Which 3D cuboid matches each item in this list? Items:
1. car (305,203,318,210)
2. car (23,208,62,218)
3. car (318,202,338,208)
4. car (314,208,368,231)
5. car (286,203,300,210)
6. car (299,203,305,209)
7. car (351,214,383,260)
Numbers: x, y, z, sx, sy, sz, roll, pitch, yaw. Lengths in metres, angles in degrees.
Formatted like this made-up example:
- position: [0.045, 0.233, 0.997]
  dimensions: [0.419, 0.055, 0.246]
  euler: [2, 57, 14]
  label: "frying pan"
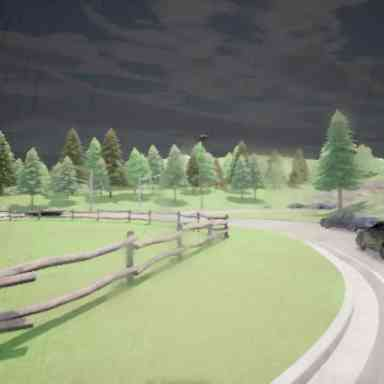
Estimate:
- position: [27.620, 3.048, 72.272]
  dimensions: [4.553, 1.767, 2.097]
  euler: [0, -2, -26]
  label: "car"
- position: [-20.294, 2.867, 45.227]
  dimensions: [4.718, 1.301, 1.895]
  euler: [0, -2, -17]
  label: "car"
- position: [29.114, 3.128, 69.103]
  dimensions: [4.674, 1.442, 1.812]
  euler: [0, -2, -26]
  label: "car"
- position: [11.498, 2.105, 24.149]
  dimensions: [2.033, 1.411, 5.357]
  euler: [0, -2, -12]
  label: "car"
- position: [24.554, 3.369, 78.558]
  dimensions: [4.892, 1.490, 1.837]
  euler: [0, -2, -26]
  label: "car"
- position: [27.989, 3.331, 76.329]
  dimensions: [5.357, 1.411, 2.033]
  euler: [0, -2, -26]
  label: "car"
- position: [8.041, 1.821, 13.084]
  dimensions: [1.812, 1.442, 4.674]
  euler: [0, -1, 10]
  label: "car"
